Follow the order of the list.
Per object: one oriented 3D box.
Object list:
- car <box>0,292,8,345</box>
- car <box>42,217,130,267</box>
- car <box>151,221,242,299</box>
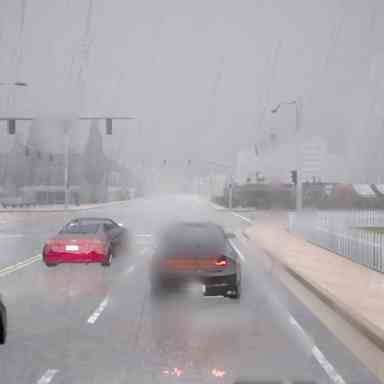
[{"bbox_3d":[-3.408,1.492,2.570,2.128,1.511,4.902,0,0,0],"label":"car"},{"bbox_3d":[-3.418,1.564,11.479,1.994,1.385,4.181,0,0,0],"label":"car"},{"bbox_3d":[0.087,1.505,8.440,1.837,1.490,4.892,0,0,0],"label":"car"}]
